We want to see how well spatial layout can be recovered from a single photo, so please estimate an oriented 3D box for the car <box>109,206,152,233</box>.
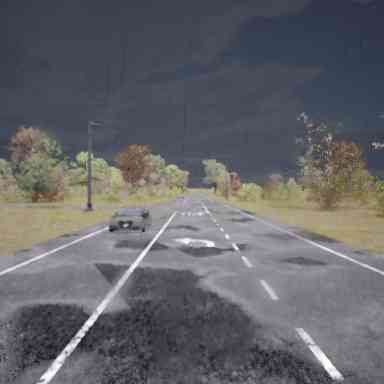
[{"bbox_3d":[-3.495,1.546,19.494,1.994,1.385,4.181,0,0,0],"label":"car"}]
